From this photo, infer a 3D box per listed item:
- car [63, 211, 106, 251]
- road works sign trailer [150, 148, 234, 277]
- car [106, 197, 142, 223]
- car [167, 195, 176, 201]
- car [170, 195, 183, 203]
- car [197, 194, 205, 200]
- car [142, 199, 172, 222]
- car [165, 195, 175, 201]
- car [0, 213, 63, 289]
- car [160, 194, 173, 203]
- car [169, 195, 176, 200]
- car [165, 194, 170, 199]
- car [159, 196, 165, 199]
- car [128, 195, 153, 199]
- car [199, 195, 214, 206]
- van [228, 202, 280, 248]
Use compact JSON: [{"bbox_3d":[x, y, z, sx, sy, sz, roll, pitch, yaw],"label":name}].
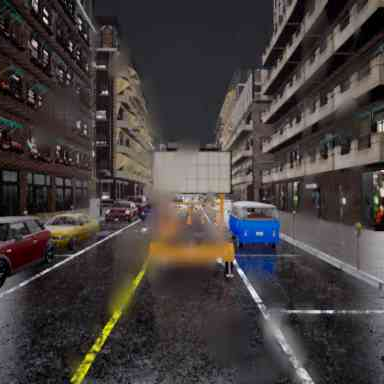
[{"bbox_3d":[-5.316,1.525,14.233,1.752,1.417,4.829,1,0,0],"label":"car"},{"bbox_3d":[0.000,0.464,10.228,2.380,3.560,2.880,0,0,0],"label":"road works sign trailer"},{"bbox_3d":[-5.322,1.439,25.501,1.967,1.590,4.097,1,0,0],"label":"car"},{"bbox_3d":[-5.359,1.553,86.540,1.947,1.339,4.313,1,0,0],"label":"car"},{"bbox_3d":[-2.815,1.555,66.368,1.994,1.385,4.181,0,0,1],"label":"car"},{"bbox_3d":[2.519,1.426,92.115,1.967,1.590,4.097,1,0,0],"label":"car"},{"bbox_3d":[-2.868,1.525,26.280,1.812,1.442,4.674,0,0,0],"label":"car"},{"bbox_3d":[-5.356,1.539,80.991,2.008,1.369,4.403,1,0,0],"label":"car"},{"bbox_3d":[-5.312,1.440,8.854,1.967,1.590,4.097,1,0,0],"label":"car"},{"bbox_3d":[-5.346,1.307,69.893,2.192,1.841,5.009,1,0,0],"label":"car"},{"bbox_3d":[-5.363,1.567,92.089,1.802,1.307,4.206,1,0,0],"label":"car"},{"bbox_3d":[-5.342,1.520,58.625,1.752,1.417,4.829,1,0,0],"label":"car"},{"bbox_3d":[-5.337,1.579,47.697,1.802,1.307,4.206,1,0,0],"label":"car"},{"bbox_3d":[-5.324,1.314,31.050,2.192,1.841,5.009,1,0,0],"label":"car"},{"bbox_3d":[2.542,1.436,53.271,1.967,1.590,4.097,1,0,0],"label":"car"},{"bbox_3d":[2.566,1.341,14.427,1.690,1.788,3.998,1,0,0],"label":"van"}]
